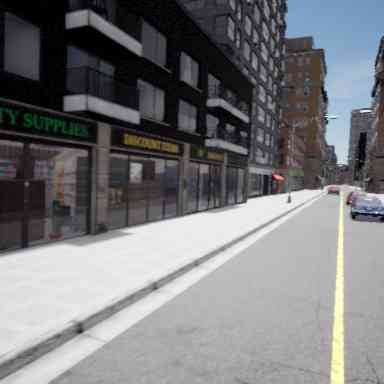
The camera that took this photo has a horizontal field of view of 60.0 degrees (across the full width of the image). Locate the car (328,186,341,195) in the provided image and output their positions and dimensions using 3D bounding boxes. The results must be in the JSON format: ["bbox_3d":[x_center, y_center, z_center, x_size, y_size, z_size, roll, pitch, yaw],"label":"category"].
[{"bbox_3d":[25.199,-0.337,59.016,1.882,1.535,5.008,4,3,24],"label":"car"}]

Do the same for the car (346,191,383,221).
[{"bbox_3d":[11.374,0.965,21.626,2.033,1.411,5.357,4,3,24],"label":"car"}]
